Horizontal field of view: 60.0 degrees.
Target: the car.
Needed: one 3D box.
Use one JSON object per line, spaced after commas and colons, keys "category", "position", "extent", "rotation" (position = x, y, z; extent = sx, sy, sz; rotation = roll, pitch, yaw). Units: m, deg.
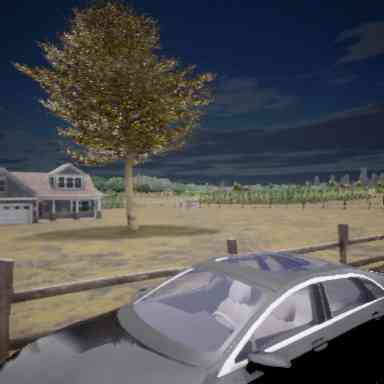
{"category": "car", "position": [0.578, 1.487, 3.455], "extent": [4.902, 1.511, 2.128], "rotation": [0, 0, -35]}
